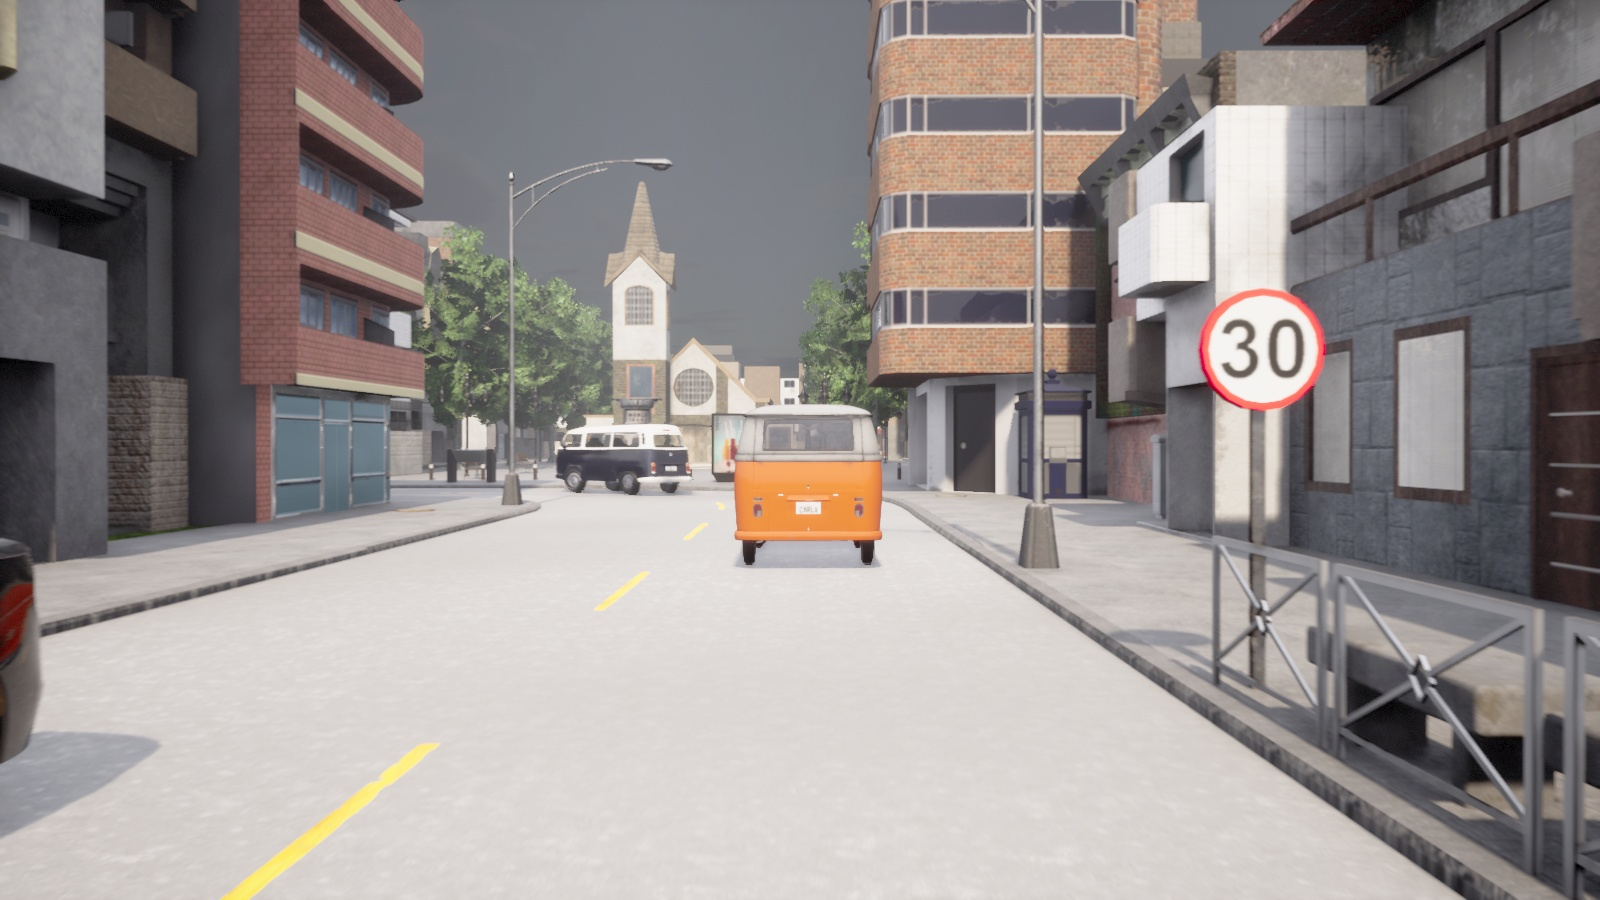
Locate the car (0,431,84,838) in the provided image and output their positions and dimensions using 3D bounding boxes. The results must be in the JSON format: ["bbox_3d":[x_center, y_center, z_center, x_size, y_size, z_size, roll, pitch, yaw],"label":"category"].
[{"bbox_3d":[-3.968,0.705,2.782,1.882,1.535,5.008,0,0,0],"label":"car"}]

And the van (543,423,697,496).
[{"bbox_3d":[-5.370,0.258,37.172,4.480,2.038,2.069,0,0,41],"label":"van"}]

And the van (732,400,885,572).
[{"bbox_3d":[0.109,0.405,16.777,1.775,1.987,4.442,0,0,0],"label":"van"}]
